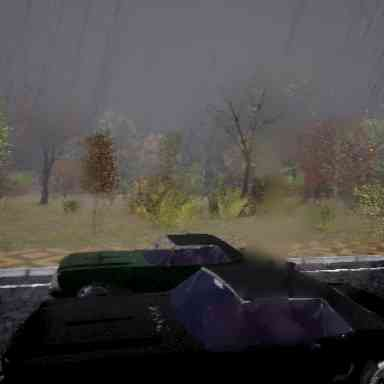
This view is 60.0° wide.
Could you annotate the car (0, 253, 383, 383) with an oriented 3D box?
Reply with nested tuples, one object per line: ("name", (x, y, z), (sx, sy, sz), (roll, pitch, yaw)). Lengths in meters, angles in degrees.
("car", (0.427, 1.595, 3.831), (4.718, 1.301, 1.895), (1, 0, -14))

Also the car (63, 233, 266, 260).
("car", (-0.383, 1.575, 6.979), (4.718, 1.301, 1.895), (1, 0, -14))
